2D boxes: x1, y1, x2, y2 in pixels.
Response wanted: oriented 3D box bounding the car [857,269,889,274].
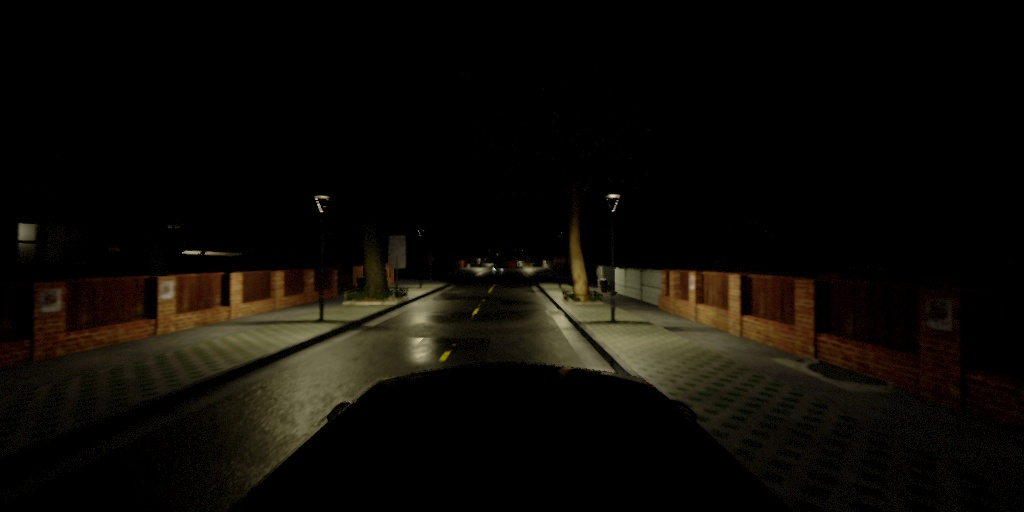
[{"bbox_3d":[34.978,2.000,35.167,4.674,1.442,1.812,1,0,1],"label":"car"}]
